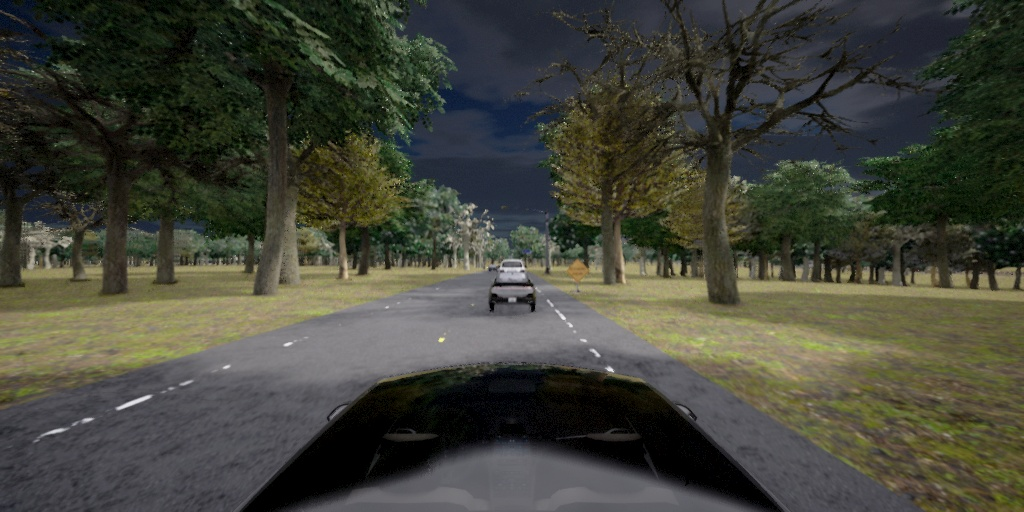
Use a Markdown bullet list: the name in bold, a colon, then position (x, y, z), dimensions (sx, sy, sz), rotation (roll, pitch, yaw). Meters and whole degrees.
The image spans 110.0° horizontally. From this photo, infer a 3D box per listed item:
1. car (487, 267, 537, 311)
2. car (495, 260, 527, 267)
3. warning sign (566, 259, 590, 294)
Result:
- **car**: position (0.025, 1.404, 15.372), dimensions (2.128, 1.511, 4.902), rotation (0, -1, 0)
- **car**: position (0.026, 1.341, 29.475), dimensions (2.150, 2.045, 5.566), rotation (0, -1, 0)
- **warning sign**: position (3.562, 1.080, 19.333), dimensions (1.300, 1.860, 1.060), rotation (0, 0, 0)
